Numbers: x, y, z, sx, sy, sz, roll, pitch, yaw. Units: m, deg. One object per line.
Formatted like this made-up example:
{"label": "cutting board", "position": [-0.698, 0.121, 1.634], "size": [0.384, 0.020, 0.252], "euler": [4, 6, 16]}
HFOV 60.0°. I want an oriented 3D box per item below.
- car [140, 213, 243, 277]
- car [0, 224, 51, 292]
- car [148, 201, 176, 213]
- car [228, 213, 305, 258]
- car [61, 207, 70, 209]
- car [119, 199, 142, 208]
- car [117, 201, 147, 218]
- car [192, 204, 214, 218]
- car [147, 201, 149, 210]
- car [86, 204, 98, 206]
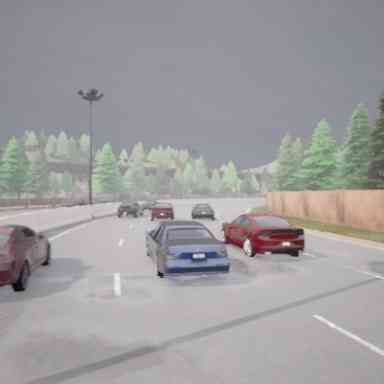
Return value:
{"label": "car", "position": [-0.387, 1.623, 10.578], "size": [2.033, 1.411, 5.357], "euler": [0, 0, -13]}
{"label": "car", "position": [-5.026, 1.574, 8.780], "size": [1.812, 1.442, 4.674], "euler": [0, 0, -13]}
{"label": "car", "position": [-2.492, 1.684, 29.758], "size": [1.882, 1.535, 5.008], "euler": [0, 0, -1]}
{"label": "car", "position": [2.631, 1.584, 13.440], "size": [1.882, 1.535, 5.008], "euler": [0, 0, -11]}
{"label": "car", "position": [-18.197, 1.659, 50.827], "size": [2.097, 1.767, 4.553], "euler": [0, 0, 11]}
{"label": "car", "position": [-10.155, 1.870, 54.991], "size": [1.837, 1.490, 4.892], "euler": [0, -1, 14]}
{"label": "car", "position": [-6.052, 1.724, 33.096], "size": [1.837, 1.490, 4.892], "euler": [0, 0, 3]}
{"label": "car", "position": [1.022, 1.790, 30.888], "size": [1.994, 1.385, 4.181], "euler": [0, 0, 0]}
{"label": "car", "position": [-5.249, 1.844, 43.516], "size": [2.033, 1.411, 5.357], "euler": [0, 0, 9]}
{"label": "car", "position": [-14.649, 1.810, 50.856], "size": [2.128, 1.511, 4.902], "euler": [0, 0, 11]}
